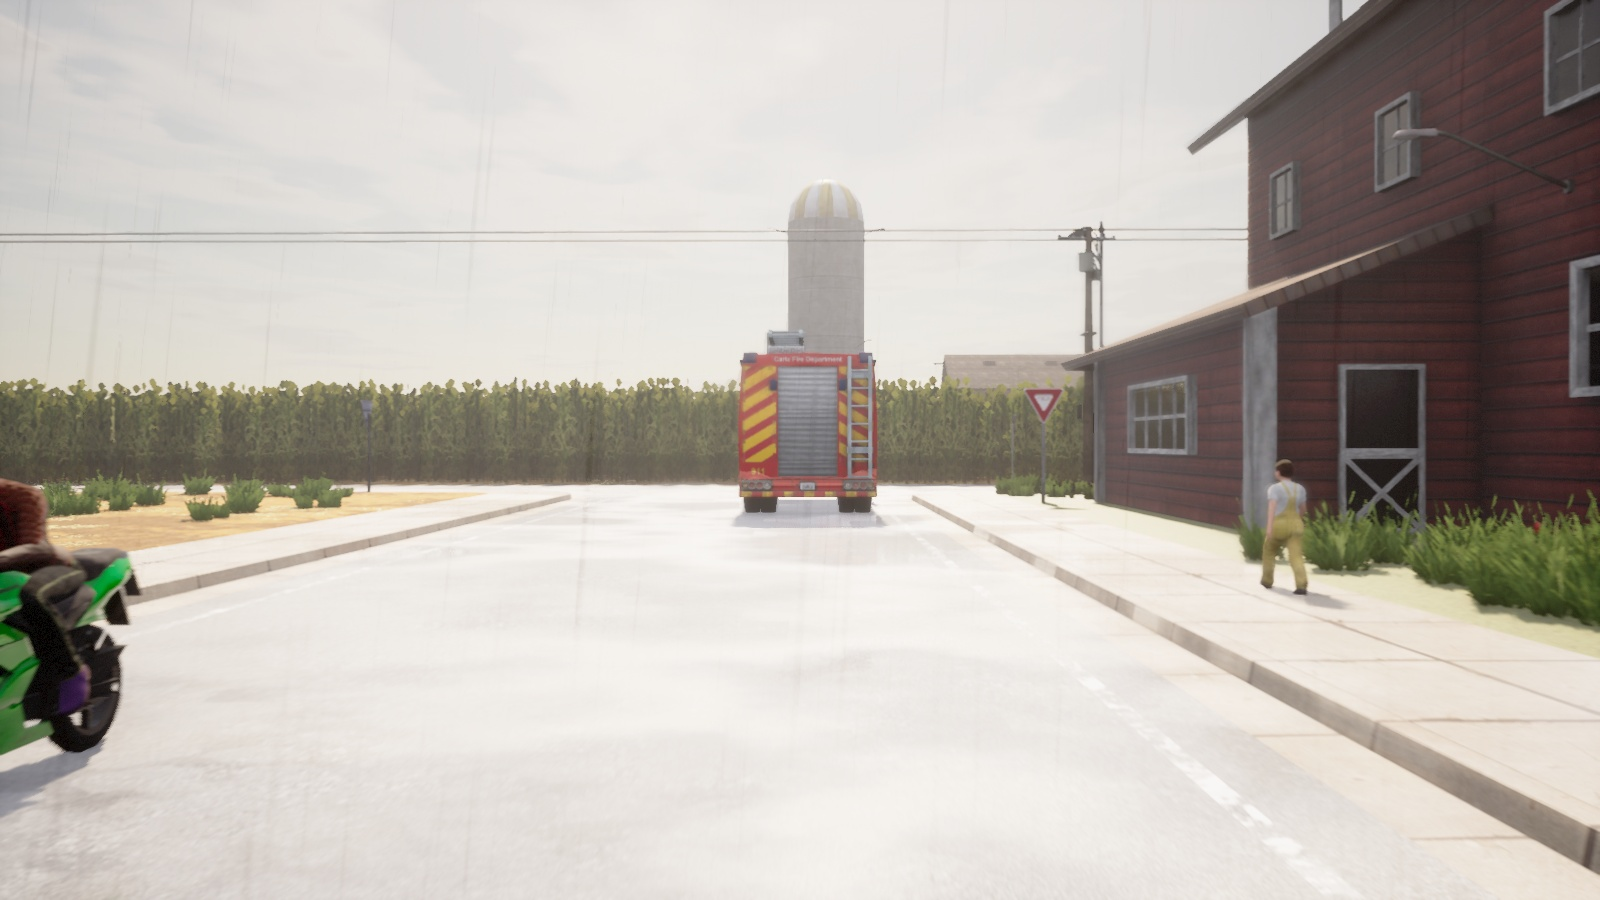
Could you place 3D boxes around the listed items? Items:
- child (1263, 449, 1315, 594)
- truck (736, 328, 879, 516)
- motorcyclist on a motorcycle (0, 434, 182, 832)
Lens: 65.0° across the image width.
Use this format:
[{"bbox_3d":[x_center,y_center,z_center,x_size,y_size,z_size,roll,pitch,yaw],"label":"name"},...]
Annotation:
[{"bbox_3d":[4.355,0.625,11.199,0.270,1.263,0.437,0,0,-3],"label":"child"},{"bbox_3d":[0.176,-0.586,29.784,2.891,3.827,8.468,0,0,0],"label":"truck"},{"bbox_3d":[-3.457,0.697,5.182,0.797,1.523,2.044,0,0,0],"label":"motorcyclist on a motorcycle"}]
